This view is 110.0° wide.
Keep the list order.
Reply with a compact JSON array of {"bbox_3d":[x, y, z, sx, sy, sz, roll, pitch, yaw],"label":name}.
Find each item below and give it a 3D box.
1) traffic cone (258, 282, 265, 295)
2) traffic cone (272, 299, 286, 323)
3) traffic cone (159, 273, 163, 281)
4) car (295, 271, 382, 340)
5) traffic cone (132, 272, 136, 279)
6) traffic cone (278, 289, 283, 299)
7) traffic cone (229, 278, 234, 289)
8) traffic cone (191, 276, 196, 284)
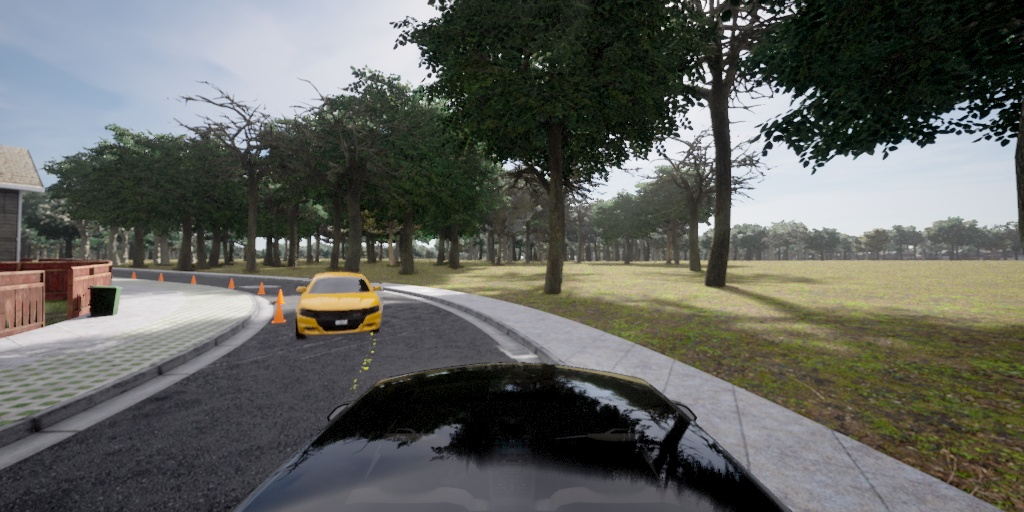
[{"bbox_3d":[-12.460,1.606,17.842,0.340,0.580,0.340,0,0,42],"label":"traffic cone"},{"bbox_3d":[-6.930,1.670,10.660,0.340,0.580,0.340,0,0,-27],"label":"traffic cone"},{"bbox_3d":[-24.752,1.523,25.279,0.340,0.580,0.340,0,0,28],"label":"traffic cone"},{"bbox_3d":[-4.930,1.213,10.313,1.882,1.535,5.008,1,0,-26],"label":"car"},{"bbox_3d":[-29.158,1.506,27.645,0.340,0.580,0.340,0,0,28],"label":"traffic cone"},{"bbox_3d":[-9.371,1.642,14.500,0.340,0.580,0.340,0,0,-38],"label":"traffic cone"},{"bbox_3d":[-16.098,1.570,20.576,0.340,0.580,0.340,0,0,32],"label":"traffic cone"},{"bbox_3d":[-20.346,1.541,22.913,0.340,0.580,0.340,0,0,28],"label":"traffic cone"}]
